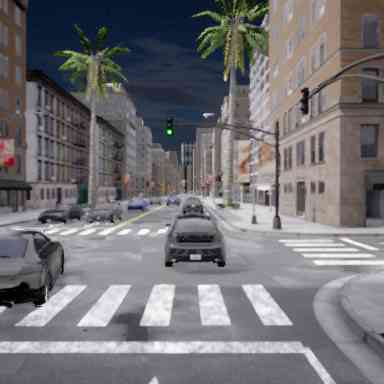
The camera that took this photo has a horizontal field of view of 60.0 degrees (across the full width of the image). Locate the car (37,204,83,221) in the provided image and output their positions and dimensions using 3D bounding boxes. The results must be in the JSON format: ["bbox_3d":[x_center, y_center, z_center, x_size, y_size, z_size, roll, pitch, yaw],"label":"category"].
[{"bbox_3d":[-9.857,1.597,25.607,2.033,1.411,5.357,0,0,0],"label":"car"}]

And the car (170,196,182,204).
[{"bbox_3d":[-3.236,1.632,67.009,2.128,1.511,4.902,0,0,0],"label":"car"}]

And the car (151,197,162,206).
[{"bbox_3d":[-6.501,1.636,59.829,1.837,1.490,4.892,0,-1,0],"label":"car"}]

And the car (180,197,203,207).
[{"bbox_3d":[0.107,1.423,35.220,2.097,1.767,4.553,0,0,0],"label":"car"}]

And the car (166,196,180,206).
[{"bbox_3d":[-3.238,1.473,56.973,2.097,1.767,4.553,0,0,0],"label":"car"}]

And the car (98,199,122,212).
[{"bbox_3d":[-9.830,1.609,40.267,1.812,1.442,4.674,0,0,0],"label":"car"}]

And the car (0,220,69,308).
[{"bbox_3d":[-4.226,1.595,7.845,1.994,1.385,4.181,0,0,-16],"label":"car"}]

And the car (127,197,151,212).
[{"bbox_3d":[-6.579,1.561,40.546,1.882,1.535,5.008,0,0,0],"label":"car"}]

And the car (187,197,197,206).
[{"bbox_3d":[0.048,1.635,59.894,1.837,1.490,4.892,0,0,1],"label":"car"}]

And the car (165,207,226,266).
[{"bbox_3d":[0.098,1.531,11.727,1.837,1.490,4.892,0,1,0],"label":"car"}]

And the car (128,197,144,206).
[{"bbox_3d":[-9.770,1.601,58.207,1.882,1.535,5.008,0,0,1],"label":"car"}]

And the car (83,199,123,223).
[{"bbox_3d":[-6.570,1.553,25.688,1.837,1.490,4.892,0,0,-1],"label":"car"}]
